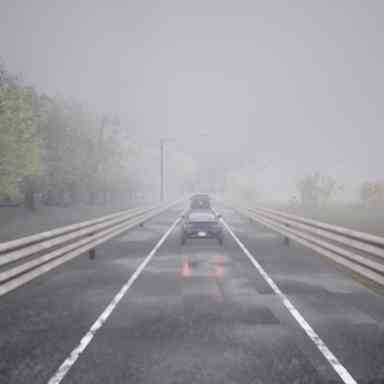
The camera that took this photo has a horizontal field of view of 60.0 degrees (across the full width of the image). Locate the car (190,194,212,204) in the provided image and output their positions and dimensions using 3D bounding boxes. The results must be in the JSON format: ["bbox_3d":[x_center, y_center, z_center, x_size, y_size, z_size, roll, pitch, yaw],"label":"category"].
[{"bbox_3d":[0.942,1.220,36.235,2.150,2.045,5.566,0,0,1],"label":"car"}]

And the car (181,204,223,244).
[{"bbox_3d":[0.460,1.526,15.798,1.812,1.442,4.674,0,0,1],"label":"car"}]
